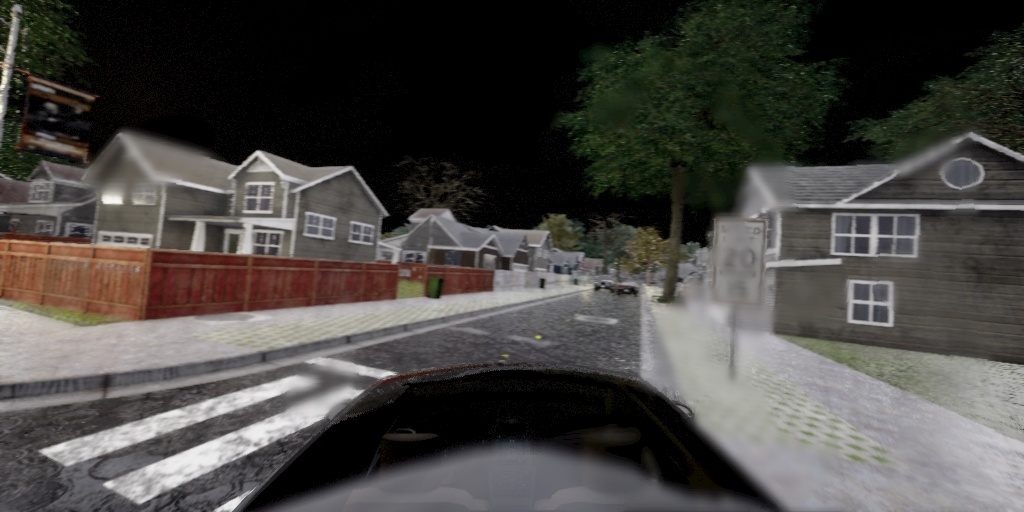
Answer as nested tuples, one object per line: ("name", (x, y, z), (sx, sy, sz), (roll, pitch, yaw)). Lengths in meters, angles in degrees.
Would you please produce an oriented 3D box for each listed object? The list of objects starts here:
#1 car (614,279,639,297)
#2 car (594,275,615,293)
("car", (12.043, 3.386, 37.314), (1.882, 1.535, 5.008), (4, -2, 20))
("car", (11.383, 3.310, 43.651), (2.150, 2.045, 5.566), (4, -2, 20))
